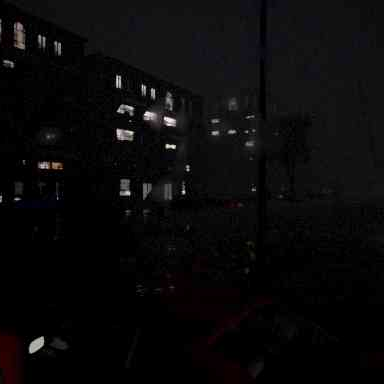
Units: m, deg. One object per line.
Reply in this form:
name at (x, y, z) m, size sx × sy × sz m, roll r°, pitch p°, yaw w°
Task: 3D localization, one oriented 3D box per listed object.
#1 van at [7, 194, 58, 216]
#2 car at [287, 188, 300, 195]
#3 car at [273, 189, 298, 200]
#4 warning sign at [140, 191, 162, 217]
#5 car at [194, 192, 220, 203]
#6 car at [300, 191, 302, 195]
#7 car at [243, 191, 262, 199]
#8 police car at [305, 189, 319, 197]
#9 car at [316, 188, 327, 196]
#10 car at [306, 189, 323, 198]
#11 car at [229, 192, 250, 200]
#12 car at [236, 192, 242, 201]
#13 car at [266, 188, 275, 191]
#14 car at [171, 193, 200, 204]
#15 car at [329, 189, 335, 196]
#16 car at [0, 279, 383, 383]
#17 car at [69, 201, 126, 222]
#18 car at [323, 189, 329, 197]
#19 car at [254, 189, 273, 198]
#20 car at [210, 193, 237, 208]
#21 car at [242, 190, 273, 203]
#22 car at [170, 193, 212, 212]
van at (-13.553, 1.035, 28.523) m, size 1.690 × 1.788 × 3.998 m, roll 2°, pitch 2°, yaw 35°
car at (24.604, -0.029, 83.385) m, size 2.192 × 1.841 × 5.009 m, roll 2°, pitch 2°, yaw 35°
car at (15.680, 0.676, 55.886) m, size 1.752 × 1.417 × 4.829 m, roll 2°, pitch 2°, yaw 35°
warning sign at (-3.057, 0.851, 24.823) m, size 1.300 × 1.860 × 1.060 m, roll -1°, pitch 0°, yaw 35°
car at (2.343, 0.808, 51.388) m, size 2.008 × 1.369 × 4.403 m, roll 2°, pitch 2°, yaw 35°
car at (27.781, 0.115, 87.963) m, size 1.887 × 1.381 × 4.507 m, roll 2°, pitch 2°, yaw 35°
car at (11.786, 0.526, 64.963) m, size 1.752 × 1.417 × 4.829 m, roll 2°, pitch 2°, yaw 35°
police car at (27.663, 0.191, 76.647) m, size 1.930 × 1.638 × 5.238 m, roll 0°, pitch 1°, yaw 32°
car at (33.119, -0.033, 84.768) m, size 2.097 × 1.767 × 4.553 m, roll 0°, pitch 1°, yaw 28°
car at (25.122, 0.446, 69.464) m, size 2.008 × 1.369 × 4.403 m, roll 2°, pitch 2°, yaw 35°
car at (8.703, 0.650, 60.533) m, size 1.947 × 1.339 × 4.313 m, roll 2°, pitch 2°, yaw 35°
car at (7.563, 0.816, 48.861) m, size 1.812 × 1.442 × 4.674 m, roll 1°, pitch 1°, yaw 35°
car at (13.187, 0.357, 57.029) m, size 2.150 × 2.045 × 5.566 m, roll 1°, pitch 1°, yaw 35°
car at (-0.836, 0.910, 46.816) m, size 1.947 × 1.339 × 4.313 m, roll 2°, pitch 2°, yaw 35°
car at (34.662, 0.080, 83.176) m, size 1.967 × 1.590 × 4.097 m, roll 2°, pitch 2°, yaw 35°
car at (-0.316, 1.544, 3.095) m, size 4.507 × 1.381 × 1.887 m, roll 0°, pitch 0°, yaw 36°
car at (-6.676, 1.329, 23.745) m, size 1.947 × 1.339 × 4.313 m, roll 2°, pitch 2°, yaw 35°
car at (28.301, 0.361, 74.034) m, size 2.008 × 1.369 × 4.403 m, roll 2°, pitch 2°, yaw 35°
car at (15.066, 0.227, 69.670) m, size 2.192 × 1.841 × 5.009 m, roll 2°, pitch 2°, yaw 35°
car at (2.863, 1.051, 37.459) m, size 2.008 × 1.369 × 4.403 m, roll 2°, pitch 2°, yaw 35°
car at (9.223, 0.877, 46.603) m, size 2.008 × 1.369 × 4.403 m, roll 2°, pitch 2°, yaw 35°
car at (-0.317, 1.132, 32.887) m, size 1.887 × 1.381 × 4.507 m, roll 2°, pitch 2°, yaw 35°
